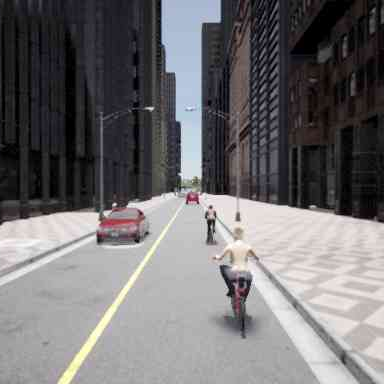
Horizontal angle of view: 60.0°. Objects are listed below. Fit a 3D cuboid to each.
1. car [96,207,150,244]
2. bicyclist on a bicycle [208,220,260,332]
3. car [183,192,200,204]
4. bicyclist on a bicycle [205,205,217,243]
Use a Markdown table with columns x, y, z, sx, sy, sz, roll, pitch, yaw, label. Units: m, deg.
| x | y | z | sx | sy | sz | roll | pitch | yaw | label |
| --- | --- | --- | --- | --- | --- | --- | --- | --- | --- |
| -3.100 | 1.456 | 15.699 | 1.812 | 1.442 | 4.674 | 0 | 0 | 0 | car |
| 0.793 | 1.411 | 5.790 | 0.866 | 1.612 | 1.509 | 0 | 0 | 0 | bicyclist on a bicycle |
| 0.100 | 0.959 | 56.302 | 2.150 | 2.045 | 5.566 | 0 | 0 | 0 | car |
| 0.827 | 1.389 | 14.357 | 0.582 | 1.620 | 1.656 | 0 | 0 | 0 | bicyclist on a bicycle |
